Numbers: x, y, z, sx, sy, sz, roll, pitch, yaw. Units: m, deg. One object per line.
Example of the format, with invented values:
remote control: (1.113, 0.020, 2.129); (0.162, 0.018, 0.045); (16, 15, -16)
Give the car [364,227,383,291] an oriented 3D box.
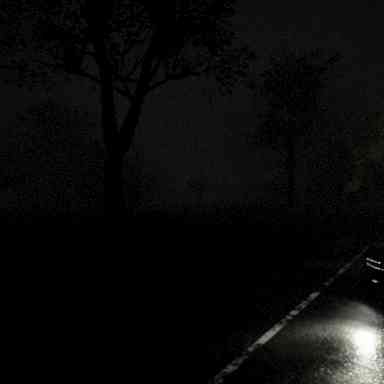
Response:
car: (5.634, 1.417, 8.298); (1.882, 1.535, 5.008); (0, 0, 36)
